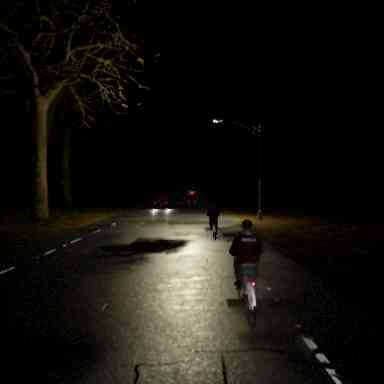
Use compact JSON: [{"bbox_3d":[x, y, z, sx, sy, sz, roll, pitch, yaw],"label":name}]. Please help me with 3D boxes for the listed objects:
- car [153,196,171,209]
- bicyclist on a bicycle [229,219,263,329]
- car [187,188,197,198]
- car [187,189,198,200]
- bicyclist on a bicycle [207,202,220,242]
[{"bbox_3d":[-3.596,1.201,40.523,1.882,1.535,5.008,0,1,0],"label":"car"},{"bbox_3d":[0.964,1.360,6.038,0.659,1.776,1.843,0,0,0],"label":"bicyclist on a bicycle"},{"bbox_3d":[0.004,0.231,76.320,2.150,2.045,5.566,0,2,0],"label":"car"},{"bbox_3d":[0.009,0.803,64.681,2.128,1.511,4.902,0,1,0],"label":"car"},{"bbox_3d":[0.964,1.324,15.021,0.659,1.776,1.843,0,1,0],"label":"bicyclist on a bicycle"}]
